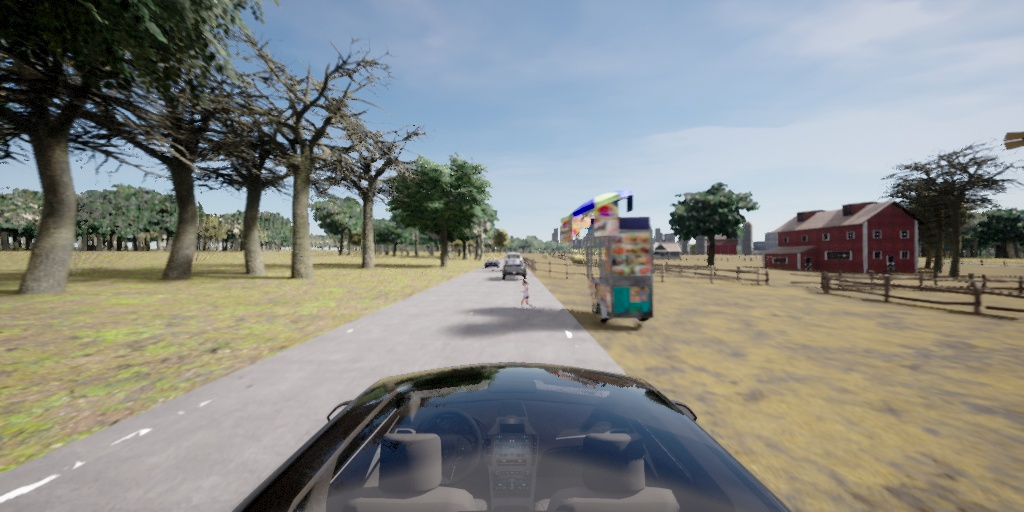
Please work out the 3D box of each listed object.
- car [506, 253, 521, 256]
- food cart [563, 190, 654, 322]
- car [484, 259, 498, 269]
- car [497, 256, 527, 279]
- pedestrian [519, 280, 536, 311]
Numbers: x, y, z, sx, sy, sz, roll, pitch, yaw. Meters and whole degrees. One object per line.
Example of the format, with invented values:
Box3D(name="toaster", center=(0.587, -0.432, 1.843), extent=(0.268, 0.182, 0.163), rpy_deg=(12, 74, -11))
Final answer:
Box3D(name="car", center=(0.191, 0.651, 41.799), extent=(2.150, 2.045, 5.566), rpy_deg=(0, 1, 1))
Box3D(name="food cart", center=(3.161, 0.111, 11.289), extent=(2.280, 3.560, 4.660), rpy_deg=(0, 0, 0))
Box3D(name="car", center=(-2.630, 0.999, 47.584), extent=(1.895, 1.301, 4.718), rpy_deg=(0, 0, 1))
Box3D(name="car", center=(0.179, 1.000, 28.400), extent=(2.128, 1.511, 4.902), rpy_deg=(0, 0, 0))
Box3D(name="pedestrian", center=(0.481, 1.306, 12.276), extent=(0.500, 1.100, 0.500), rpy_deg=(1, -1, -15))
